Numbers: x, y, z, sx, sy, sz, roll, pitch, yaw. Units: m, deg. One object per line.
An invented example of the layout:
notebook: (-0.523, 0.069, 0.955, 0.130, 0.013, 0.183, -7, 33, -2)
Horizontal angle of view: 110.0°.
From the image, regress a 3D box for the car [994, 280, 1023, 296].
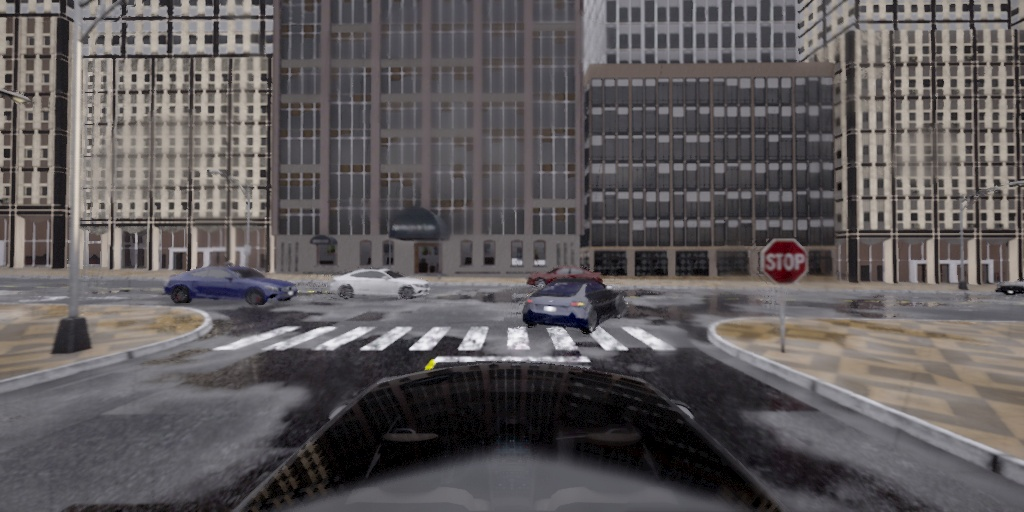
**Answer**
car: (35.641, 2.038, 23.680, 5.357, 1.411, 2.033, 1, -1, 1)

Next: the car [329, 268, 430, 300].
car: (-6.397, 1.328, 17.497, 4.674, 1.442, 1.812, 1, 0, 1)

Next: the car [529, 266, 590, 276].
car: (3.494, 1.450, 24.100, 5.008, 1.535, 1.882, 1, -1, 1)

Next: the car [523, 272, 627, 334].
car: (2.050, 1.354, 11.062, 1.994, 1.385, 4.181, -1, 0, 32)

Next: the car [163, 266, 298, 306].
car: (-11.141, 1.146, 14.338, 4.674, 1.442, 1.812, 2, -1, 1)
